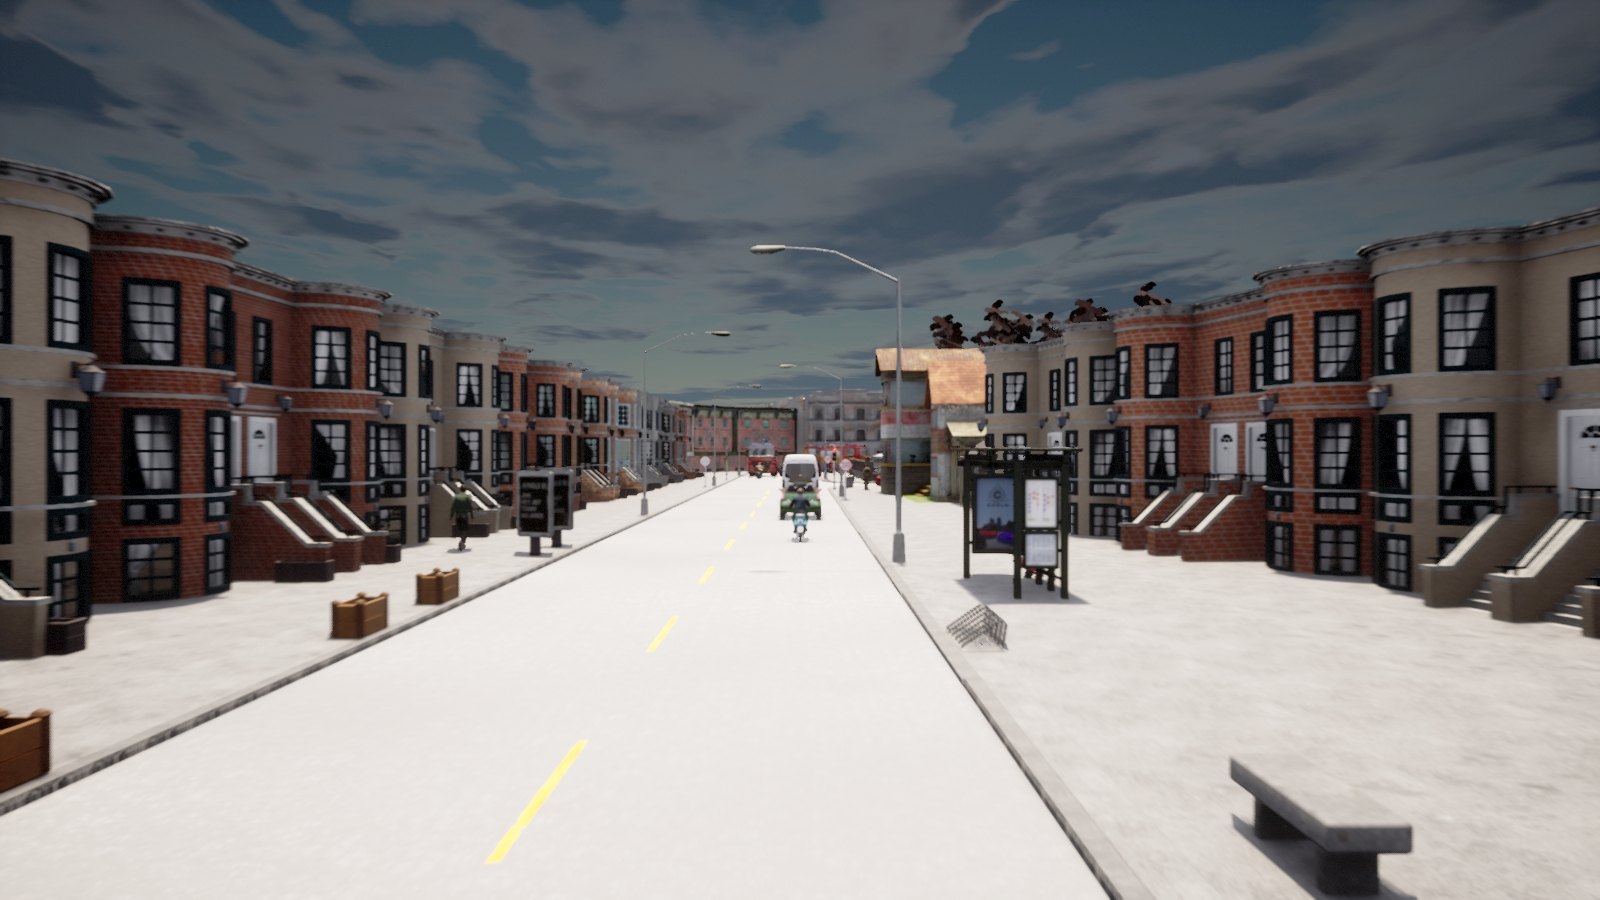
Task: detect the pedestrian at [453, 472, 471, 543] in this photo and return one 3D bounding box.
[{"bbox_3d":[-9.045,1.529,30.567,0.375,1.860,0.375,0,0,1],"label":"pedestrian"}]

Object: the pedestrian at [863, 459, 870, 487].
[{"bbox_3d":[4.447,1.537,76.436,0.375,1.860,0.375,0,0,-2],"label":"pedestrian"}]

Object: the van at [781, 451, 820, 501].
[{"bbox_3d":[0.018,1.325,61.615,1.988,2.561,5.915,0,0,0],"label":"van"}]

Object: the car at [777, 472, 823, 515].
[{"bbox_3d":[0.015,1.788,47.888,1.851,1.617,3.988,0,0,0],"label":"car"}]
